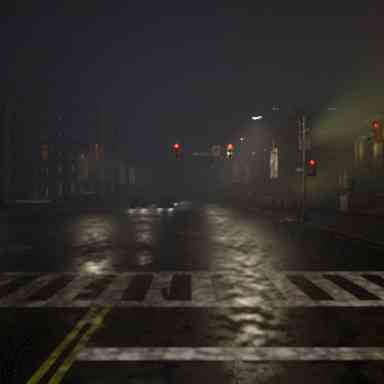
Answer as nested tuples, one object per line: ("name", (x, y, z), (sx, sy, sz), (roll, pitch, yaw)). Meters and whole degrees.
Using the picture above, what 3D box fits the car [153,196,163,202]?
("car", (-7.725, 1.570, 74.420), (1.895, 1.301, 4.718), (0, 0, -11))

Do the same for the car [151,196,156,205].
("car", (-7.181, 1.527, 58.939), (2.033, 1.411, 5.357), (0, 0, 0))

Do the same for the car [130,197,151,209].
("car", (-7.164, 1.510, 45.048), (1.812, 1.442, 4.674), (0, 0, 0))

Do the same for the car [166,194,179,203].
("car", (-3.669, 1.542, 65.365), (1.994, 1.385, 4.181), (0, 0, 1))

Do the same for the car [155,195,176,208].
("car", (-3.666, 1.510, 46.643), (1.812, 1.442, 4.674), (0, 0, 0))
